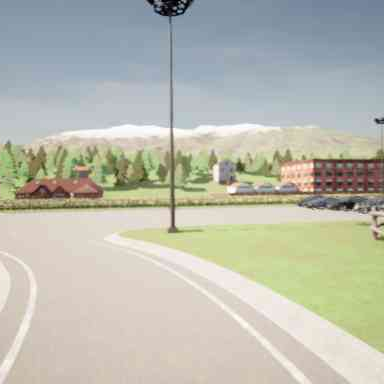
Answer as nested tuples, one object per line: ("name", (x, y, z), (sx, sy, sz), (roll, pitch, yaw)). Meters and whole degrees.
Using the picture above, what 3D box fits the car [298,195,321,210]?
("car", (14.824, 1.172, 36.453), (5.357, 1.411, 2.033), (-1, 0, -12))

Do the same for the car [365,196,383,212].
("car", (16.885, 1.202, 26.159), (5.357, 1.411, 2.033), (-1, 0, -12))

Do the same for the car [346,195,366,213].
("car", (16.885, 1.127, 29.724), (4.902, 1.511, 2.128), (-1, 0, -11))

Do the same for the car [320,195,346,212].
("car", (15.826, 1.108, 33.080), (5.008, 1.535, 1.882), (-1, 0, -11))

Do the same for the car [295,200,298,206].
("car", (14.805, 1.111, 40.010), (4.892, 1.490, 1.837), (0, 0, -11))
